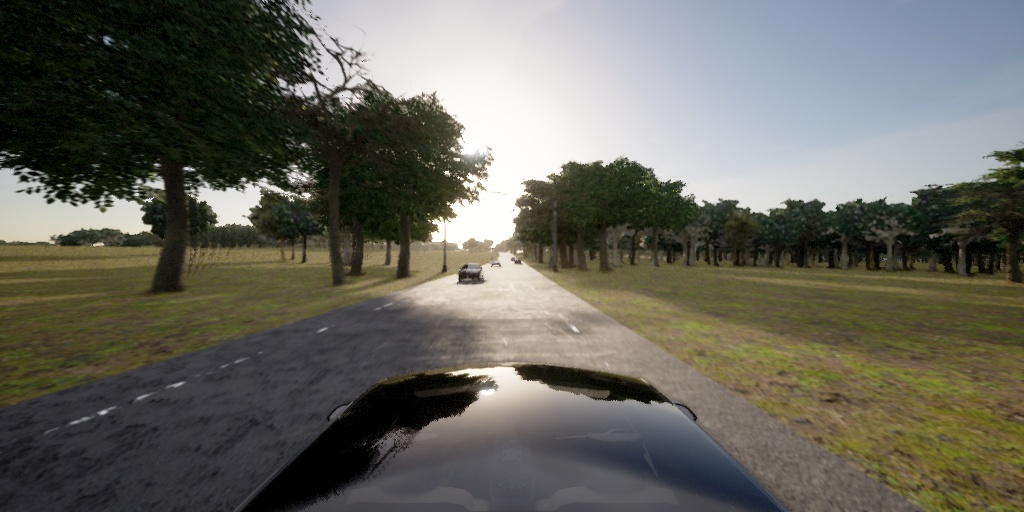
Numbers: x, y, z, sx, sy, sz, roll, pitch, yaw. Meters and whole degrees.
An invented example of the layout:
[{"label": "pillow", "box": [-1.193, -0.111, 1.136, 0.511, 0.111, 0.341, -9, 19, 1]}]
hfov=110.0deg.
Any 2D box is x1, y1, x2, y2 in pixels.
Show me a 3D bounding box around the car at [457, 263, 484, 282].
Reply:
[{"label": "car", "box": [-3.484, 1.361, 31.003, 1.882, 1.535, 5.008, 0, 0, 1]}]
